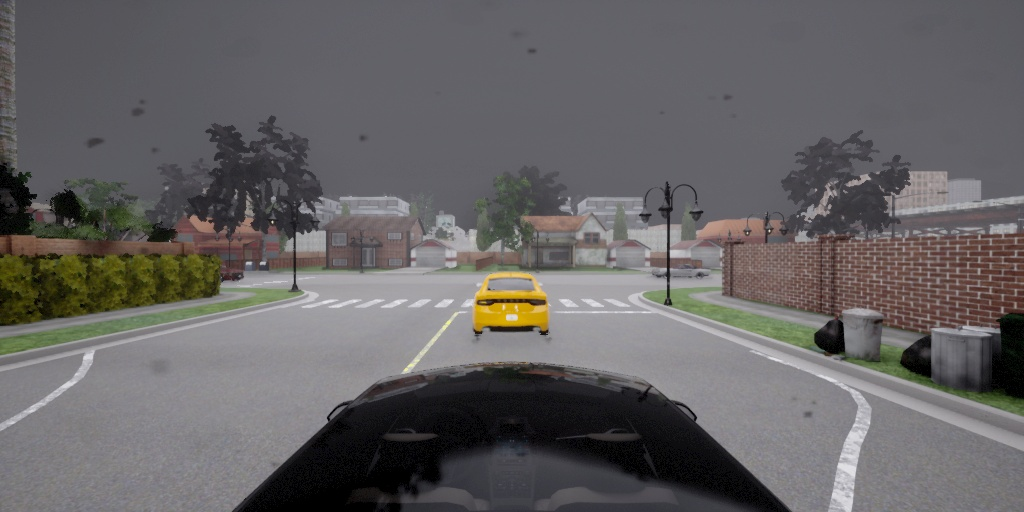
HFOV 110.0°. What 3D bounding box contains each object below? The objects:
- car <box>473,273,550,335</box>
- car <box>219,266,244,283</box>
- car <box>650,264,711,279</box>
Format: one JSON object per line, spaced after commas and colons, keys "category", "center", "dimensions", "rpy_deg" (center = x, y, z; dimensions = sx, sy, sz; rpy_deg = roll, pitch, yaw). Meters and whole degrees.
{"category": "car", "center": [-0.060, 1.226, 10.558], "dimensions": [1.882, 1.535, 5.008], "rpy_deg": [0, 0, -1]}
{"category": "car", "center": [-23.597, 1.273, 27.736], "dimensions": [5.008, 1.535, 1.882], "rpy_deg": [0, 0, -1]}
{"category": "car", "center": [15.044, 1.372, 32.183], "dimensions": [4.718, 1.301, 1.895], "rpy_deg": [0, 0, -1]}
